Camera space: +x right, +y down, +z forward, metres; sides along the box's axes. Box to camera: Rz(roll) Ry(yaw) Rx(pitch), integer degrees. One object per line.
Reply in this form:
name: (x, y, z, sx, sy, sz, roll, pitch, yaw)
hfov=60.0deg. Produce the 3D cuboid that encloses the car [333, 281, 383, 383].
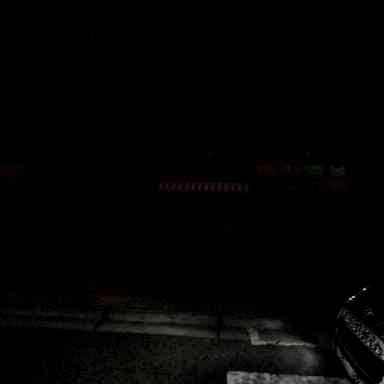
car: (3.994, 1.402, 3.473, 4.553, 1.767, 2.097, 1, 0, 6)
